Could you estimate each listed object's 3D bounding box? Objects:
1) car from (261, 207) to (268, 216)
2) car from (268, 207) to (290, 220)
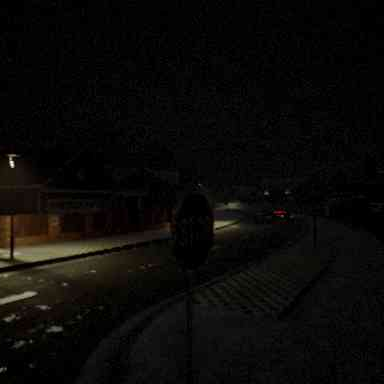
[{"bbox_3d":[11.898,2.923,51.097,1.895,1.301,4.718,0,-1,2],"label":"car"},{"bbox_3d":[10.786,2.569,40.766,1.837,1.490,4.892,0,-1,9],"label":"car"}]
